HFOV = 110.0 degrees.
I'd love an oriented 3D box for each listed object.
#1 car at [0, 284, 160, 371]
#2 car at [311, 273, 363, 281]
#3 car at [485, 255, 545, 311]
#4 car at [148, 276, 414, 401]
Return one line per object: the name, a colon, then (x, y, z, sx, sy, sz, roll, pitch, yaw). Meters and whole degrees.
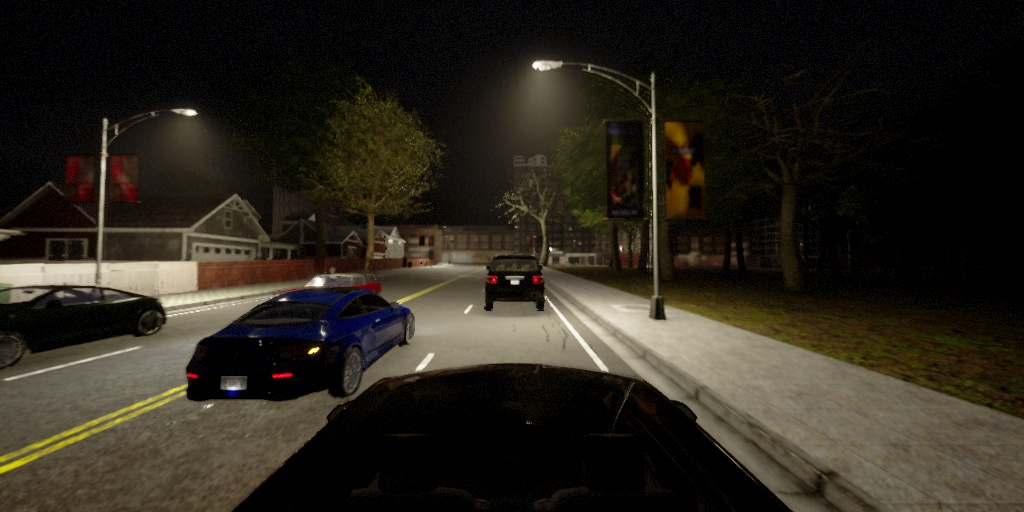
car: (-9.844, 1.307, 7.446, 1.994, 1.385, 4.181, 0, 0, 0)
car: (-6.584, 1.341, 13.333, 1.895, 1.301, 4.718, 0, 0, 0)
car: (0.102, 0.963, 14.612, 2.150, 2.045, 5.566, 0, 0, 0)
car: (-3.148, 1.270, 6.358, 1.812, 1.442, 4.674, 0, 0, 0)
